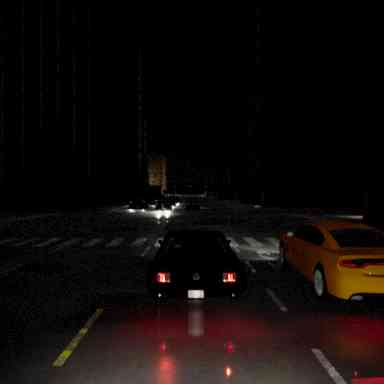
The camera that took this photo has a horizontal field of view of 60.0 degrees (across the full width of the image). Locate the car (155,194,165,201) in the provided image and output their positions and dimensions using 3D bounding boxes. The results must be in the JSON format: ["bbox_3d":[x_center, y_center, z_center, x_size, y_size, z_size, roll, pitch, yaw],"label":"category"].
[{"bbox_3d":[-6.971,1.165,72.660,1.895,1.301,4.718,0,0,0],"label":"car"}]

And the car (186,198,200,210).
[{"bbox_3d":[0.118,1.521,42.872,2.033,1.411,5.357,0,0,0],"label":"car"}]

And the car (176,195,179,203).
[{"bbox_3d":[-3.556,1.531,52.248,1.994,1.385,4.181,0,0,1],"label":"car"}]

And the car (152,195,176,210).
[{"bbox_3d":[-3.566,1.465,42.888,2.128,1.511,4.902,0,0,-1],"label":"car"}]

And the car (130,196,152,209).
[{"bbox_3d":[-7.065,1.324,44.977,2.097,1.767,4.553,0,0,0],"label":"car"}]

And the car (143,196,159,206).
[{"bbox_3d":[-7.052,1.511,57.315,2.033,1.411,5.357,0,0,0],"label":"car"}]

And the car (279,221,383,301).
[{"bbox_3d":[3.599,1.472,8.373,1.882,1.535,5.008,0,0,1],"label":"car"}]

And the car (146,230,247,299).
[{"bbox_3d":[0.068,1.596,8.357,1.895,1.301,4.718,0,0,0],"label":"car"}]
